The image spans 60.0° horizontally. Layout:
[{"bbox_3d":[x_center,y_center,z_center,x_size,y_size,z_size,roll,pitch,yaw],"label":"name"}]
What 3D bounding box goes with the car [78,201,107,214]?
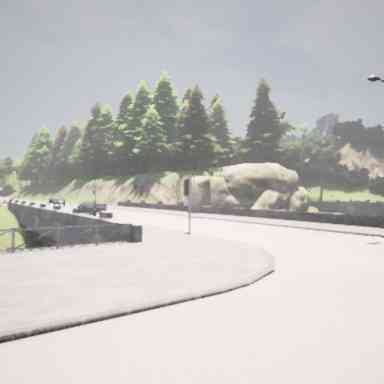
[{"bbox_3d":[-11.349,1.676,37.601,2.033,1.411,5.357,1,0,-35],"label":"car"}]
